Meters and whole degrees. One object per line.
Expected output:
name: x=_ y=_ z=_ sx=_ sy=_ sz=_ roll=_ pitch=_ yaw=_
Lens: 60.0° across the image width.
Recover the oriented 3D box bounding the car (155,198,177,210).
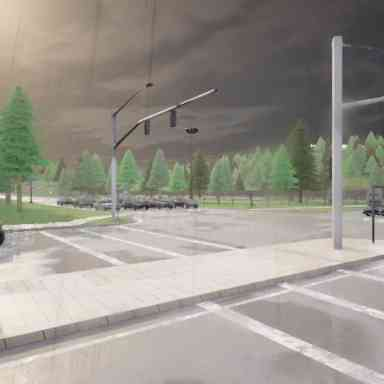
car: x=-4.219 y=1.564 z=43.861 sx=1.994 sy=1.385 sz=4.181 roll=0 pitch=0 yaw=-35

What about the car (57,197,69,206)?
car: x=-21.498 y=1.564 z=56.345 sx=1.994 sy=1.385 sz=4.181 roll=0 pitch=0 yaw=-35

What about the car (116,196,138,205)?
car: x=-12.100 y=1.547 z=61.245 sx=2.033 sy=1.411 sz=5.357 roll=0 pitch=0 yaw=-34

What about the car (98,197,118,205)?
car: x=-14.954 y=1.564 z=59.207 sx=1.994 sy=1.385 sz=4.181 roll=0 pitch=0 yaw=-35

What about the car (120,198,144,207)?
car: x=-9.243 y=1.600 z=51.023 sx=1.895 sy=1.301 sz=4.718 roll=0 pitch=0 yaw=-35

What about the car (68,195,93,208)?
car: x=-15.793 y=1.547 z=48.169 sx=2.033 sy=1.411 sz=5.357 roll=0 pitch=0 yaw=-35

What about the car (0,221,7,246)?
car: x=-9.272 y=1.477 z=11.490 sx=5.008 sy=1.535 sz=1.882 roll=0 pitch=0 yaw=-35

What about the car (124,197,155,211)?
car: x=-7.206 y=1.547 z=42.023 sx=2.033 sy=1.411 sz=5.357 roll=0 pitch=0 yaw=-35

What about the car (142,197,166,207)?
car: x=-6.099 y=1.564 z=52.649 sx=1.994 sy=1.385 sz=4.181 roll=0 pitch=0 yaw=-35

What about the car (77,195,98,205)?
car: x=-18.136 y=1.352 z=57.641 sx=2.097 sy=1.767 sz=4.553 roll=0 pitch=0 yaw=-35

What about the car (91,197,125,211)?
car: x=-10.250 y=1.601 z=40.268 sx=1.895 sy=1.301 sz=4.718 roll=0 pitch=0 yaw=-35

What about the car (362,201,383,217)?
car: x=17.671 y=1.547 z=30.263 sx=5.357 sy=1.411 sz=2.033 roll=0 pitch=0 yaw=-35

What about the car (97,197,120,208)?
car: x=-12.569 y=1.525 z=49.673 sx=1.812 sy=1.442 sz=4.674 roll=0 pitch=0 yaw=-35

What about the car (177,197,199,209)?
car: x=-1.007 y=1.504 z=45.377 sx=1.837 sy=1.490 sz=4.892 roll=0 pitch=0 yaw=-35
